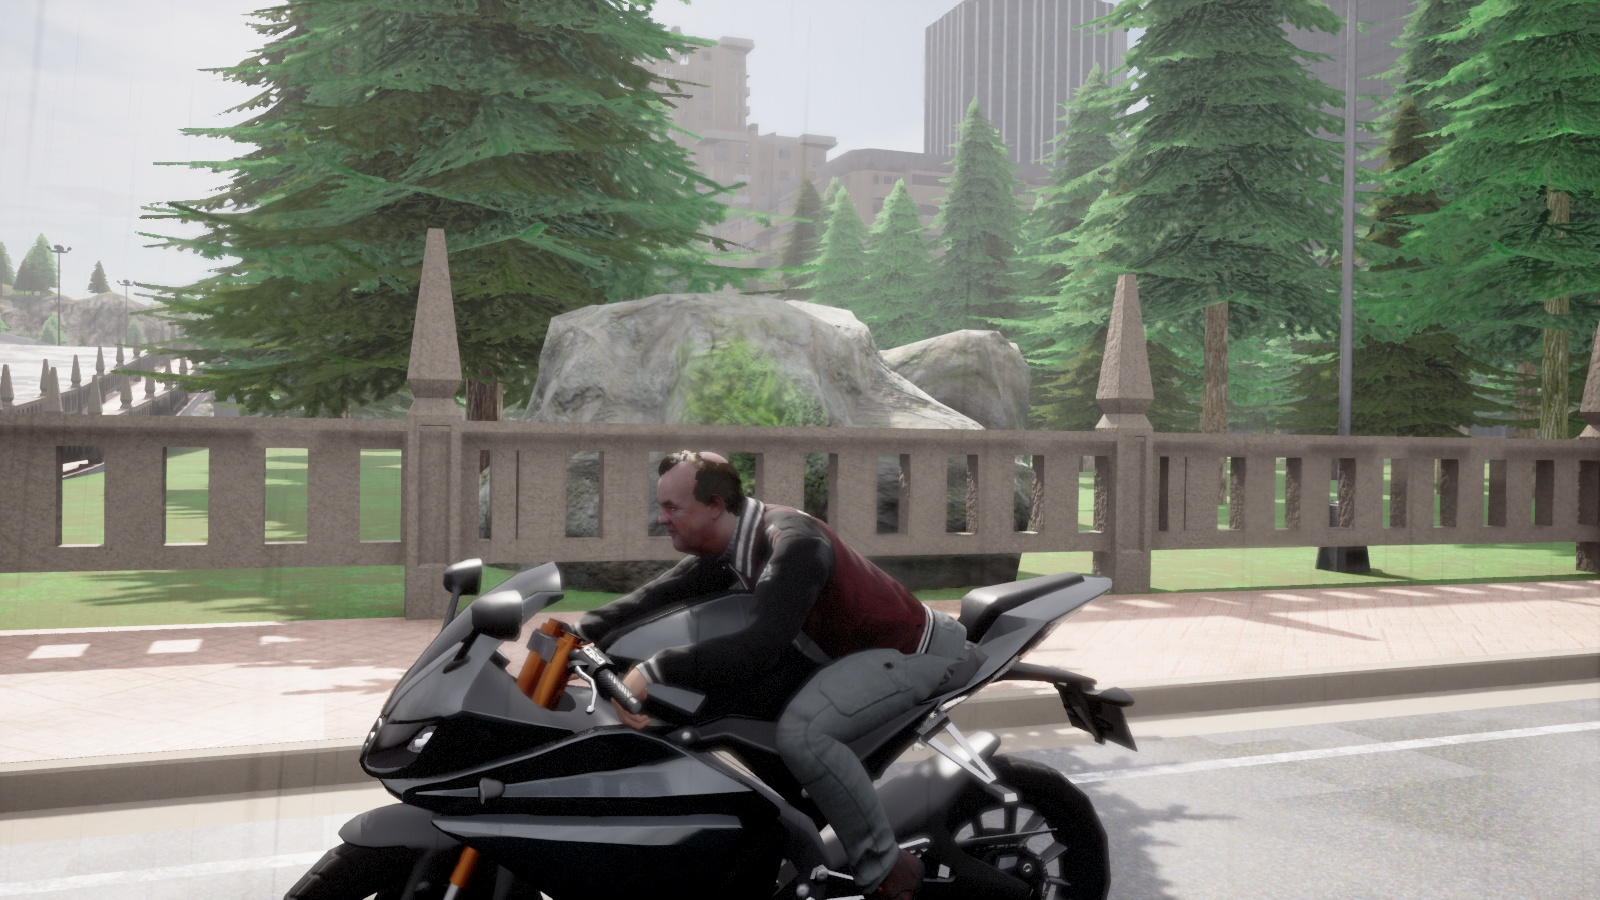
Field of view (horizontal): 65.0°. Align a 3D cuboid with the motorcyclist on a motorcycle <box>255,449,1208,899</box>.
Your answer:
[{"bbox_3d":[-0.153,0.783,3.181,2.191,1.530,0.866,-1,1,-21],"label":"motorcyclist on a motorcycle"}]
